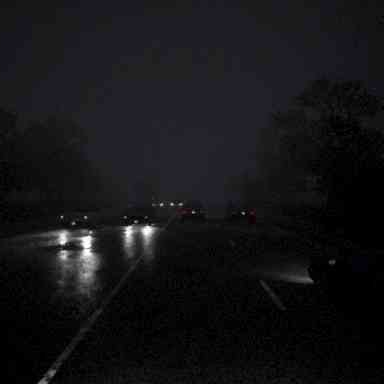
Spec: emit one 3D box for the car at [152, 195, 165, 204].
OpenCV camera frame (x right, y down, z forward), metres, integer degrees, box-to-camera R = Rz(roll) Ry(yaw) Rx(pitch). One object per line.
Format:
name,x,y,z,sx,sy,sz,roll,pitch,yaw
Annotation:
car,-6.455,1.308,64.363,2.097,1.767,4.553,0,0,4

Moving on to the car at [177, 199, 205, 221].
car,0.095,1.530,26.723,2.033,1.411,5.357,0,0,0

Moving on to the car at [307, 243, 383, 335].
car,3.599,1.544,5.292,2.033,1.411,5.357,0,0,0

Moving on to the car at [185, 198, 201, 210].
car,0.117,1.535,42.989,1.994,1.385,4.181,0,0,0

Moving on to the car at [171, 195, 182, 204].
car,-2.921,1.434,64.790,1.882,1.535,5.008,0,0,4

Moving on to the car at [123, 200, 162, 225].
car,-3.605,1.532,24.020,2.033,1.411,5.357,0,0,0

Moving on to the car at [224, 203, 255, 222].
car,3.593,1.530,25.817,2.033,1.411,5.357,0,0,0

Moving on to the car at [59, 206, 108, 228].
car,-7.105,1.586,22.183,1.895,1.301,4.718,0,0,0
